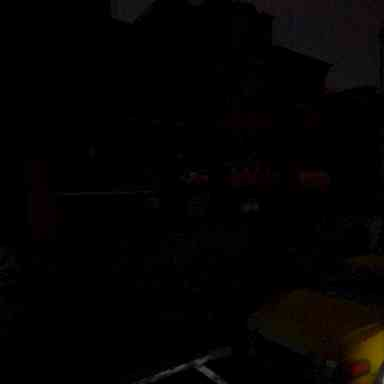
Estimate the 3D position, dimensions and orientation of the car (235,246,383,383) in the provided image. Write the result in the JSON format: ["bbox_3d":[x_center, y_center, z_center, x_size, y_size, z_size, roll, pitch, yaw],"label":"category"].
[{"bbox_3d":[2.757,1.519,4.802,4.829,1.417,1.752,0,-1,-35],"label":"car"}]
